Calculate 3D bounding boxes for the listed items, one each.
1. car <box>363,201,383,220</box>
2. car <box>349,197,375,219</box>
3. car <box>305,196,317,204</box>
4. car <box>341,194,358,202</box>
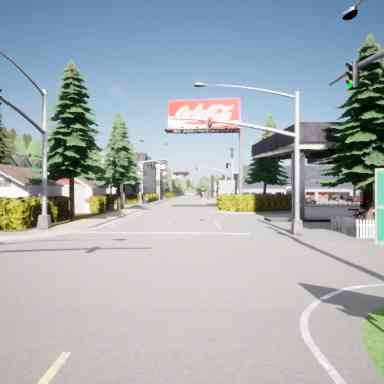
[{"bbox_3d":[18.679,1.672,30.670,4.611,1.667,2.242,0,0,0],"label":"car"},{"bbox_3d":[14.356,1.504,24.998,3.866,1.878,1.905,0,0,0],"label":"car"},{"bbox_3d":[22.470,1.552,64.069,1.970,1.475,3.806,0,0,0],"label":"car"},{"bbox_3d":[34.870,1.489,71.866,2.007,1.523,4.514,0,0,0],"label":"car"}]
